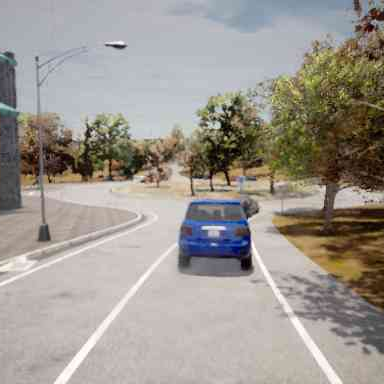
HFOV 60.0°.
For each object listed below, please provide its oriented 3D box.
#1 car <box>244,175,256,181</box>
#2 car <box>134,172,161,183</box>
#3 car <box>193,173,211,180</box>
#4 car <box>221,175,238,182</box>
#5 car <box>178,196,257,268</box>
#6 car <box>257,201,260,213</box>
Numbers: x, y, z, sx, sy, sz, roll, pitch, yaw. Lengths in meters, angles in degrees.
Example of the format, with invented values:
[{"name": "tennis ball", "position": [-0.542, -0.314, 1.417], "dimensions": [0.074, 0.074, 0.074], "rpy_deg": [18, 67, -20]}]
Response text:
[{"name": "car", "position": [11.871, -3.049, 72.338], "dimensions": [4.181, 1.385, 1.994], "rpy_deg": [2, 6, 23]}, {"name": "car", "position": [-8.843, -2.836, 66.366], "dimensions": [5.566, 2.045, 2.150], "rpy_deg": [-5, 7, -38]}, {"name": "car", "position": [2.274, -3.617, 77.926], "dimensions": [4.902, 1.511, 2.128], "rpy_deg": [5, 7, 43]}, {"name": "car", "position": [8.303, -2.847, 70.191], "dimensions": [4.181, 1.385, 1.994], "rpy_deg": [1, 6, 12]}, {"name": "car", "position": [0.866, 1.226, 11.635], "dimensions": [2.150, 2.045, 5.566], "rpy_deg": [1, 0, 6]}, {"name": "car", "position": [4.138, 1.107, 27.190], "dimensions": [1.837, 1.490, 4.892], "rpy_deg": [2, 5, 26]}]
